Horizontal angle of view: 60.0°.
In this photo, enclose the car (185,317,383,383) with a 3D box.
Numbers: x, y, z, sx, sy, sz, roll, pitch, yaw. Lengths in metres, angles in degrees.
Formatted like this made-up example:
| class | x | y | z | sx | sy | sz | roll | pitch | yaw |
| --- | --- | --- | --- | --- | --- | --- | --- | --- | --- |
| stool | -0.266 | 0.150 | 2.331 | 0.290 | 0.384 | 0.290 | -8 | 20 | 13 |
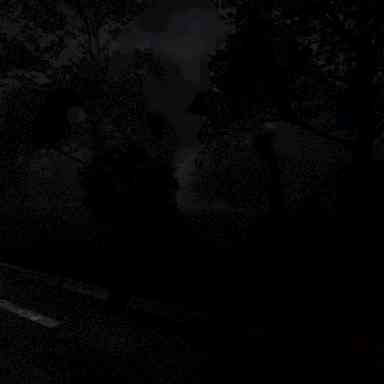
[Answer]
| class | x | y | z | sx | sy | sz | roll | pitch | yaw |
| --- | --- | --- | --- | --- | --- | --- | --- | --- | --- |
| car | 2.142 | 1.599 | 1.850 | 4.718 | 1.301 | 1.895 | 0 | 0 | 36 |
